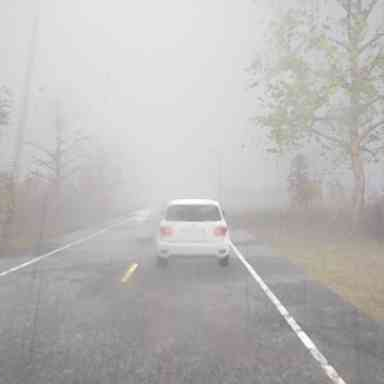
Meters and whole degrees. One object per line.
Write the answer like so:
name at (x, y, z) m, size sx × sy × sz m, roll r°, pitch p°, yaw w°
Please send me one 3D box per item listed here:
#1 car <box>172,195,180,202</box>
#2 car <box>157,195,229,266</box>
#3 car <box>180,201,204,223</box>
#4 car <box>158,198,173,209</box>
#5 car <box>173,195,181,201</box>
car at (-3.797, 1.556, 80.887) m, size 1.812 × 1.442 × 4.674 m, roll 0°, pitch 0°, yaw -2°
car at (0.043, 1.266, 11.843) m, size 2.150 × 2.045 × 5.566 m, roll 0°, pitch 0°, yaw 0°
car at (-0.024, 1.606, 28.044) m, size 1.837 × 1.490 × 4.892 m, roll 0°, pitch 0°, yaw 0°
car at (-3.984, 1.708, 50.969) m, size 2.033 × 1.411 × 5.357 m, roll 0°, pitch 0°, yaw -3°
car at (-3.954, 1.631, 88.262) m, size 2.128 × 1.511 × 4.902 m, roll 0°, pitch 0°, yaw 0°
